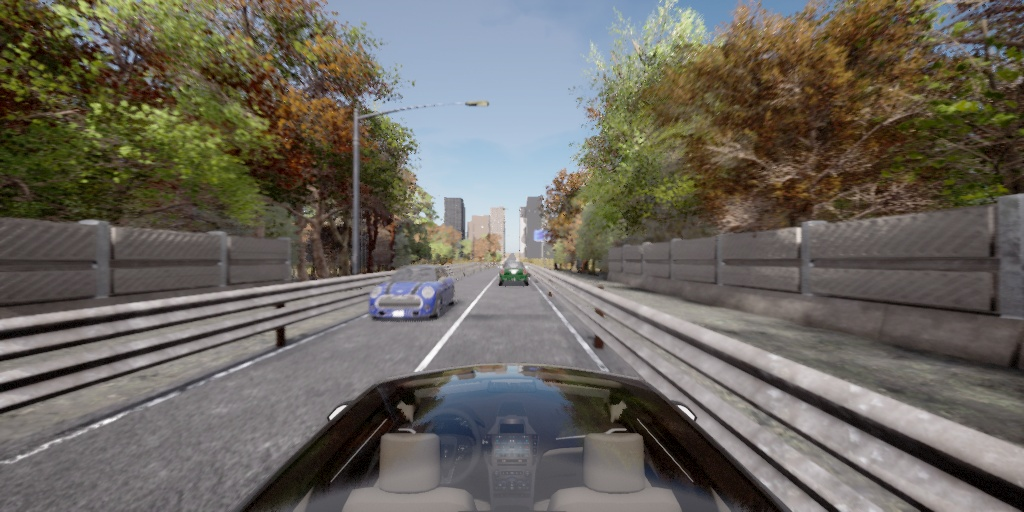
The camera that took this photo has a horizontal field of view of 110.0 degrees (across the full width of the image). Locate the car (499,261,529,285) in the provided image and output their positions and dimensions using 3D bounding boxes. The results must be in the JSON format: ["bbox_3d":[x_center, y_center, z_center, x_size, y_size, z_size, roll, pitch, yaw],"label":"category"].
[{"bbox_3d":[0.123,1.161,26.971,2.097,1.767,4.553,0,0,0],"label":"car"}]

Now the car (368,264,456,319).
[{"bbox_3d":[-3.334,1.102,12.781,2.097,1.767,4.553,0,0,0],"label":"car"}]
